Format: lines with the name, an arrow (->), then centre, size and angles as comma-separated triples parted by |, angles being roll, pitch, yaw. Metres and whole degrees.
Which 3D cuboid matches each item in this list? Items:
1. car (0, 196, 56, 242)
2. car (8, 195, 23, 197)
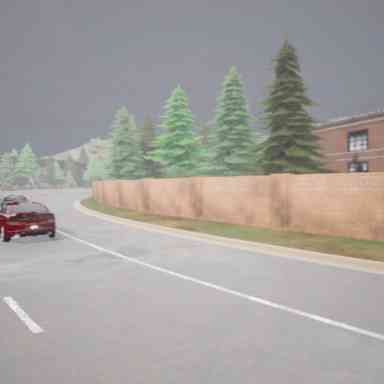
car -> -7.484, 1.161, 14.781 | 1.882, 1.535, 5.008 | -2, 2, -35
car -> -15.947, 0.938, 30.141 | 1.994, 1.385, 4.181 | -1, 2, -24
